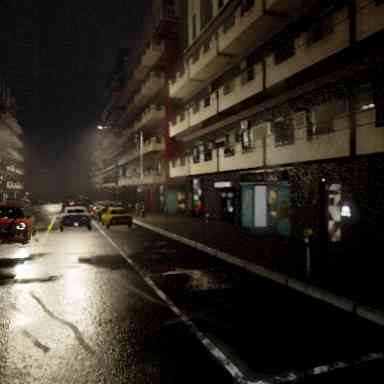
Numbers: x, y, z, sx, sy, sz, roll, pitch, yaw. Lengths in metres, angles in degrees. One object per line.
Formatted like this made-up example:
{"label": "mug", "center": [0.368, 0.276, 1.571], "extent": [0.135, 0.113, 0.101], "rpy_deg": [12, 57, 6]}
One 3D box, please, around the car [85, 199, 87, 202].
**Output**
{"label": "car", "center": [-16.937, 1.875, 53.915], "extent": [1.947, 1.339, 4.313], "rpy_deg": [-1, 0, -21]}

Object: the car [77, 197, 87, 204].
{"label": "car", "center": [-24.835, 1.885, 74.886], "extent": [1.967, 1.590, 4.097], "rpy_deg": [-1, 0, -21]}

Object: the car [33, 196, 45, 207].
{"label": "car", "center": [-28.737, 2.002, 61.474], "extent": [2.008, 1.369, 4.403], "rpy_deg": [-1, 0, -21]}

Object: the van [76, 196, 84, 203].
{"label": "van", "center": [-28.785, 1.854, 85.371], "extent": [1.690, 1.788, 3.998], "rpy_deg": [-1, 0, -21]}

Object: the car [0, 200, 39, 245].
{"label": "car", "center": [-8.767, 1.481, 15.827], "extent": [2.097, 1.767, 4.553], "rpy_deg": [-1, 0, -21]}

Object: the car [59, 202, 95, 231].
{"label": "car", "center": [-7.609, 1.657, 21.724], "extent": [1.812, 1.442, 4.674], "rpy_deg": [-1, 0, -20]}

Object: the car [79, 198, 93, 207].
{"label": "car", "center": [-18.912, 1.893, 59.159], "extent": [2.008, 1.369, 4.403], "rpy_deg": [-1, 0, -21]}

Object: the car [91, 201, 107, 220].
{"label": "car", "center": [-7.069, 1.707, 27.702], "extent": [1.947, 1.339, 4.313], "rpy_deg": [-1, 0, -21]}

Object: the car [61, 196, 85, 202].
{"label": "car", "center": [-14.341, 1.469, 39.654], "extent": [2.150, 2.045, 5.566], "rpy_deg": [-1, 0, -20]}

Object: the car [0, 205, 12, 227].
{"label": "car", "center": [-14.921, 1.766, 24.776], "extent": [2.008, 1.369, 4.403], "rpy_deg": [-1, 0, -21]}

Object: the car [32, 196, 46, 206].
{"label": "car", "center": [-30.717, 1.800, 66.717], "extent": [2.192, 1.841, 5.009], "rpy_deg": [-1, 0, -21]}

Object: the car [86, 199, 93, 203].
{"label": "car", "center": [-9.045, 1.614, 32.944], "extent": [1.967, 1.590, 4.097], "rpy_deg": [-1, 0, -21]}

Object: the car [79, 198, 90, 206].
{"label": "car", "center": [-20.945, 1.903, 64.560], "extent": [1.752, 1.417, 4.829], "rpy_deg": [-1, 0, -21]}

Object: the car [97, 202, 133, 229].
{"label": "car", "center": [-5.155, 1.634, 22.618], "extent": [1.752, 1.417, 4.829], "rpy_deg": [-1, 0, -21]}

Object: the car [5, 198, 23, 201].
{"label": "car", "center": [-18.874, 1.597, 35.261], "extent": [2.192, 1.841, 5.009], "rpy_deg": [-1, 0, -21]}
